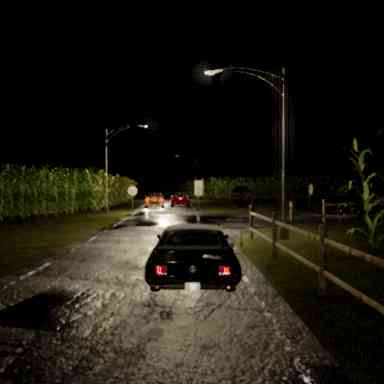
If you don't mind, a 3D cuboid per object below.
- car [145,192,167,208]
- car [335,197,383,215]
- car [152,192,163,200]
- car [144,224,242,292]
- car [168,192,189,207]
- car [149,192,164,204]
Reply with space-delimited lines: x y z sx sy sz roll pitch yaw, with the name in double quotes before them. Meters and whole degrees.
"car" -4.245 0.829 37.930 2.097 1.767 4.553 0 1 -5
"car" 13.132 1.022 24.359 4.718 1.301 1.895 -1 1 3
"car" -6.685 0.700 63.742 2.033 1.411 5.357 0 1 -6
"car" 0.022 1.478 8.534 1.895 1.301 4.718 0 1 0
"car" -1.462 0.808 39.730 2.097 1.767 4.553 0 1 -4
"car" -5.099 0.840 48.041 2.128 1.511 4.902 0 1 -5
